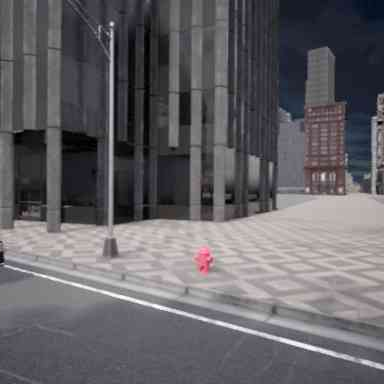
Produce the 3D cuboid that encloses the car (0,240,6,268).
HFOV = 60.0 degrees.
[{"bbox_3d":[-6.867,1.464,8.869,4.902,1.511,2.128,0,0,35],"label":"car"}]
